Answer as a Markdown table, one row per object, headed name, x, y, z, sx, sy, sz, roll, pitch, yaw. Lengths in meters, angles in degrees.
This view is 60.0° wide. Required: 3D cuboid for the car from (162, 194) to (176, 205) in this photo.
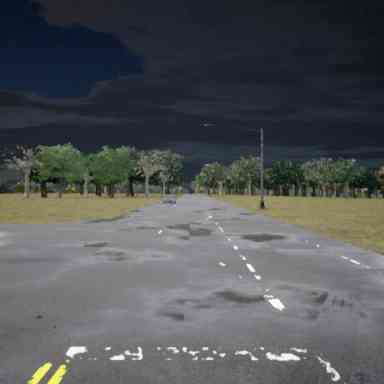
| name | x | y | z | sx | sy | sz | roll | pitch | yaw |
| --- | --- | --- | --- | --- | --- | --- | --- | --- | --- |
| car | -3.724 | 1.189 | 55.150 | 2.097 | 1.767 | 4.553 | 0 | 0 | 0 |
